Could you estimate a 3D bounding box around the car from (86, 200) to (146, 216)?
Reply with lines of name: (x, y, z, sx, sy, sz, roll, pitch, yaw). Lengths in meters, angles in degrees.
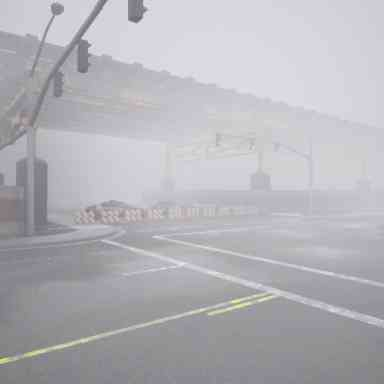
car: (-6.239, 1.295, 27.619, 4.536, 1.218, 1.853, 0, 0, 8)

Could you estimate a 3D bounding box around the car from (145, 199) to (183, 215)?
car: (-2.424, 1.295, 30.343, 1.853, 1.218, 4.536, 0, 0, 18)

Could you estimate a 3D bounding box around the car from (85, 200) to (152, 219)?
car: (-6.188, 1.453, 27.612, 4.974, 1.542, 2.038, 0, 0, 8)

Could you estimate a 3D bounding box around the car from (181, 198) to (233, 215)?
car: (1.475, 1.453, 34.049, 4.974, 1.542, 2.038, 0, 0, -7)

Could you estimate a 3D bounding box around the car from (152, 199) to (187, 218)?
car: (-2.440, 1.453, 30.293, 2.038, 1.542, 4.974, 0, 0, 18)

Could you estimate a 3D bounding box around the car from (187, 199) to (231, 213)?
car: (1.423, 1.295, 34.042, 4.536, 1.218, 1.853, 0, 0, -7)
